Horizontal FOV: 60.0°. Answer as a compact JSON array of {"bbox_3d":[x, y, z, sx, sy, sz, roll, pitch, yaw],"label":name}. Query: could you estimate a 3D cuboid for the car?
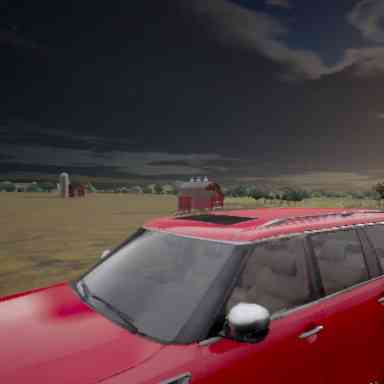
[{"bbox_3d":[0.355,1.221,3.324,5.566,2.045,2.150,0,0,-35],"label":"car"}]
